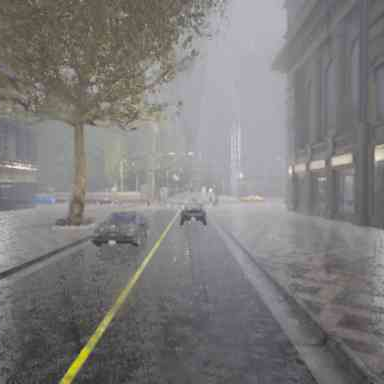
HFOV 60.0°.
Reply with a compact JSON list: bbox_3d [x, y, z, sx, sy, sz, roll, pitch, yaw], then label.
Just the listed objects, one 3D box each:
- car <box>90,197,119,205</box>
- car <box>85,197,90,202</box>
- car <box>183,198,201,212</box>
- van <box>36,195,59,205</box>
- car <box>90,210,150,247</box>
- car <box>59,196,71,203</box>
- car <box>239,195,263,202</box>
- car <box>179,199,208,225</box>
[{"bbox_3d":[-14.930,1.577,58.100,4.403,1.369,2.008,0,1,0],"label":"car"},{"bbox_3d":[-20.414,1.562,66.659,4.206,1.307,1.802,0,1,0],"label":"car"},{"bbox_3d":[0.039,1.547,40.686,2.033,1.411,5.357,0,0,1],"label":"car"},{"bbox_3d":[-25.981,1.427,58.164,3.998,1.788,1.690,0,1,0],"label":"van"},{"bbox_3d":[-3.101,1.579,15.578,2.033,1.411,5.357,0,0,0],"label":"car"},{"bbox_3d":[-25.940,1.558,66.692,4.403,1.369,2.008,0,1,0],"label":"car"},{"bbox_3d":[11.932,1.265,66.462,4.829,1.417,1.752,-1,1,0],"label":"car"},{"bbox_3d":[0.096,1.535,24.581,1.837,1.490,4.892,0,0,0],"label":"car"}]
